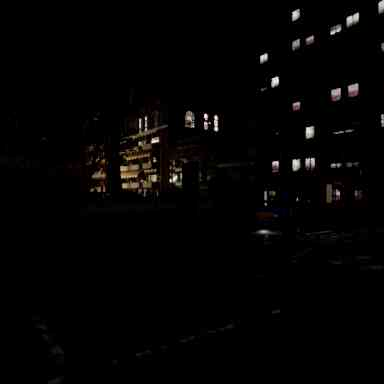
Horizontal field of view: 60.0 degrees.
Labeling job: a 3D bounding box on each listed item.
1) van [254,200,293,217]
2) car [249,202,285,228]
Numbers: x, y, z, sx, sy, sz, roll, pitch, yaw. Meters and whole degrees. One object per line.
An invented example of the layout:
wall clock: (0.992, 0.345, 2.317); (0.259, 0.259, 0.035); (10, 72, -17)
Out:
van: (7.175, 1.641, 30.215); (1.690, 1.788, 3.998); (-1, 0, -36)
car: (4.085, 1.753, 24.632); (1.882, 1.535, 5.008); (0, -1, -37)
